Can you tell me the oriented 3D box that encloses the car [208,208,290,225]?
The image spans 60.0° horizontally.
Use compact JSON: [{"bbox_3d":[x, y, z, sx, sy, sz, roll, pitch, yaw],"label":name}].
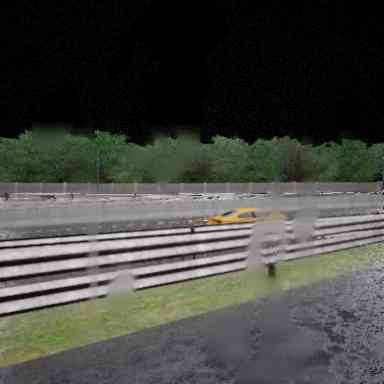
[{"bbox_3d":[3.351,1.676,18.914,5.008,1.535,1.882,-2,1,-21],"label":"car"}]
